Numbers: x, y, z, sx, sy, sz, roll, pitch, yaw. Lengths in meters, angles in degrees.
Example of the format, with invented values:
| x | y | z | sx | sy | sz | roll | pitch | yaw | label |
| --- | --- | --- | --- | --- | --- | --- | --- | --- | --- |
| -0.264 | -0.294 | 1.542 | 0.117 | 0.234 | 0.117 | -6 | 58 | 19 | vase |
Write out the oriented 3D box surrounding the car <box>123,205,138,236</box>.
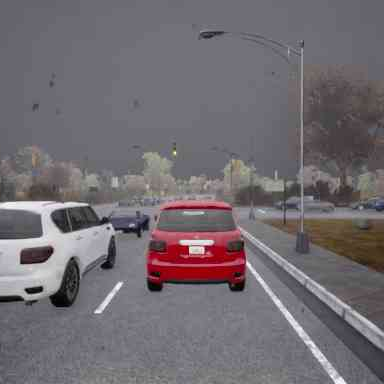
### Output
| x | y | z | sx | sy | sz | roll | pitch | yaw | label |
| --- | --- | --- | --- | --- | --- | --- | --- | --- | --- |
| -3.416 | 1.601 | 17.948 | 1.895 | 1.301 | 4.718 | 0 | 0 | 0 | car |

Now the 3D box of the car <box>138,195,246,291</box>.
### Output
| x | y | z | sx | sy | sz | roll | pitch | yaw | label |
| --- | --- | --- | --- | --- | --- | --- | --- | --- | --- |
| 0.090 | 1.222 | 9.130 | 2.150 | 2.045 | 5.566 | 0 | 0 | 0 | car |

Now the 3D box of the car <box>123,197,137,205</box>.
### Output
| x | y | z | sx | sy | sz | roll | pitch | yaw | label |
| --- | --- | --- | --- | --- | --- | --- | --- | --- | --- |
| -10.657 | 1.601 | 54.423 | 1.895 | 1.301 | 4.718 | 0 | 0 | 1 | car |

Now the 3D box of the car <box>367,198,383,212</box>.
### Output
| x | y | z | sx | sy | sz | roll | pitch | yaw | label |
| --- | --- | --- | --- | --- | --- | --- | --- | --- | --- |
| 23.079 | 1.212 | 36.990 | 5.566 | 2.045 | 2.150 | 0 | 0 | 3 | car |

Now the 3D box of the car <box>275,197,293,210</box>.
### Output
| x | y | z | sx | sy | sz | roll | pitch | yaw | label |
| --- | --- | --- | --- | --- | --- | --- | --- | --- | --- |
| 12.594 | 1.352 | 41.060 | 4.553 | 1.767 | 2.097 | 0 | 0 | 3 | car |

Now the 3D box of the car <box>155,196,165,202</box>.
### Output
| x | y | z | sx | sy | sz | roll | pitch | yaw | label |
| --- | --- | --- | --- | --- | --- | --- | --- | --- | --- |
| -7.067 | 1.595 | 73.497 | 1.895 | 1.301 | 4.718 | 0 | 0 | 0 | car |

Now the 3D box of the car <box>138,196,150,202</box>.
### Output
| x | y | z | sx | sy | sz | roll | pitch | yaw | label |
| --- | --- | --- | --- | --- | --- | --- | --- | --- | --- |
| -10.567 | 1.552 | 73.301 | 1.994 | 1.385 | 4.181 | 0 | 0 | 0 | car |

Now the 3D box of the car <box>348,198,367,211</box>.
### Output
| x | y | z | sx | sy | sz | roll | pitch | yaw | label |
| --- | --- | --- | --- | --- | --- | --- | --- | --- | --- |
| 21.725 | 1.499 | 40.569 | 4.892 | 1.490 | 1.837 | 0 | 0 | 3 | car |

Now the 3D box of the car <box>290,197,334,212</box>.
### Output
| x | y | z | sx | sy | sz | roll | pitch | yaw | label |
| --- | --- | --- | --- | --- | --- | --- | --- | --- | --- |
| 13.743 | 1.564 | 37.491 | 4.181 | 1.385 | 1.994 | 0 | 0 | 3 | car |

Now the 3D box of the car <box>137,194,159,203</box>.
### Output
| x | y | z | sx | sy | sz | roll | pitch | yaw | label |
| --- | --- | --- | --- | --- | --- | --- | --- | --- | --- |
| -7.124 | 1.352 | 54.364 | 2.097 | 1.767 | 4.553 | 0 | 0 | 0 | car |

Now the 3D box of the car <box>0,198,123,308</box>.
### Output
| x | y | z | sx | sy | sz | roll | pitch | yaw | label |
| --- | --- | --- | --- | --- | --- | --- | --- | --- | --- |
| -3.407 | 1.221 | 8.068 | 2.150 | 2.045 | 5.566 | 0 | 0 | 0 | car |

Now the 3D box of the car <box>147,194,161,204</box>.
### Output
| x | y | z | sx | sy | sz | roll | pitch | yaw | label |
| --- | --- | --- | --- | --- | --- | --- | --- | --- | --- |
| -7.112 | 1.352 | 63.249 | 2.097 | 1.767 | 4.553 | 0 | 0 | 0 | car |

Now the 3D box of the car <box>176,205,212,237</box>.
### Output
| x | y | z | sx | sy | sz | roll | pitch | yaw | label |
| --- | --- | --- | --- | --- | --- | --- | --- | --- | --- |
| 0.083 | 1.526 | 18.940 | 1.812 | 1.442 | 4.674 | 0 | 0 | 0 | car |

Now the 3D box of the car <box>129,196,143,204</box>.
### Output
| x | y | z | sx | sy | sz | roll | pitch | yaw | label |
| --- | --- | --- | --- | --- | --- | --- | --- | --- | --- |
| -10.603 | 1.564 | 63.230 | 1.994 | 1.385 | 4.181 | 0 | 0 | 1 | car |
